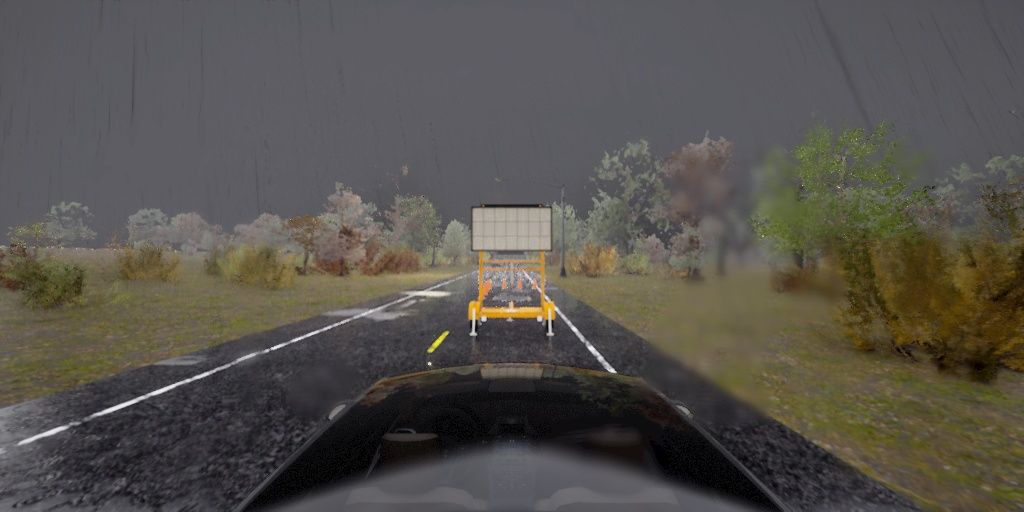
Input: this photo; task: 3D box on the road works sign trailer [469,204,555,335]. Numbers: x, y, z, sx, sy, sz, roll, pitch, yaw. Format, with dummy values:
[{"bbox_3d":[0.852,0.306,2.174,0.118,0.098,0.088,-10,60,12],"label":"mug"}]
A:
[{"bbox_3d":[-0.005,0.272,10.686,2.380,3.560,2.880,0,0,0],"label":"road works sign trailer"}]
